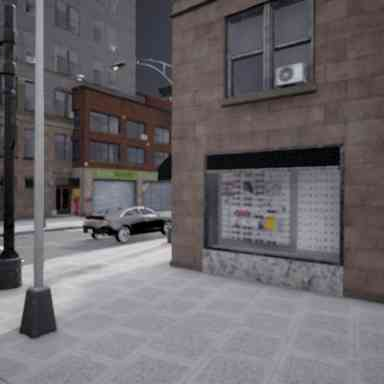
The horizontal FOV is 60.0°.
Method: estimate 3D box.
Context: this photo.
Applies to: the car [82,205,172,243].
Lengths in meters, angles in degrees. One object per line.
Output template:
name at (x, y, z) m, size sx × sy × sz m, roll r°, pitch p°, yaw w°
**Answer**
car at (-2.759, 1.380, 15.578) m, size 2.128 × 1.511 × 4.902 m, roll 0°, pitch 0°, yaw 35°
